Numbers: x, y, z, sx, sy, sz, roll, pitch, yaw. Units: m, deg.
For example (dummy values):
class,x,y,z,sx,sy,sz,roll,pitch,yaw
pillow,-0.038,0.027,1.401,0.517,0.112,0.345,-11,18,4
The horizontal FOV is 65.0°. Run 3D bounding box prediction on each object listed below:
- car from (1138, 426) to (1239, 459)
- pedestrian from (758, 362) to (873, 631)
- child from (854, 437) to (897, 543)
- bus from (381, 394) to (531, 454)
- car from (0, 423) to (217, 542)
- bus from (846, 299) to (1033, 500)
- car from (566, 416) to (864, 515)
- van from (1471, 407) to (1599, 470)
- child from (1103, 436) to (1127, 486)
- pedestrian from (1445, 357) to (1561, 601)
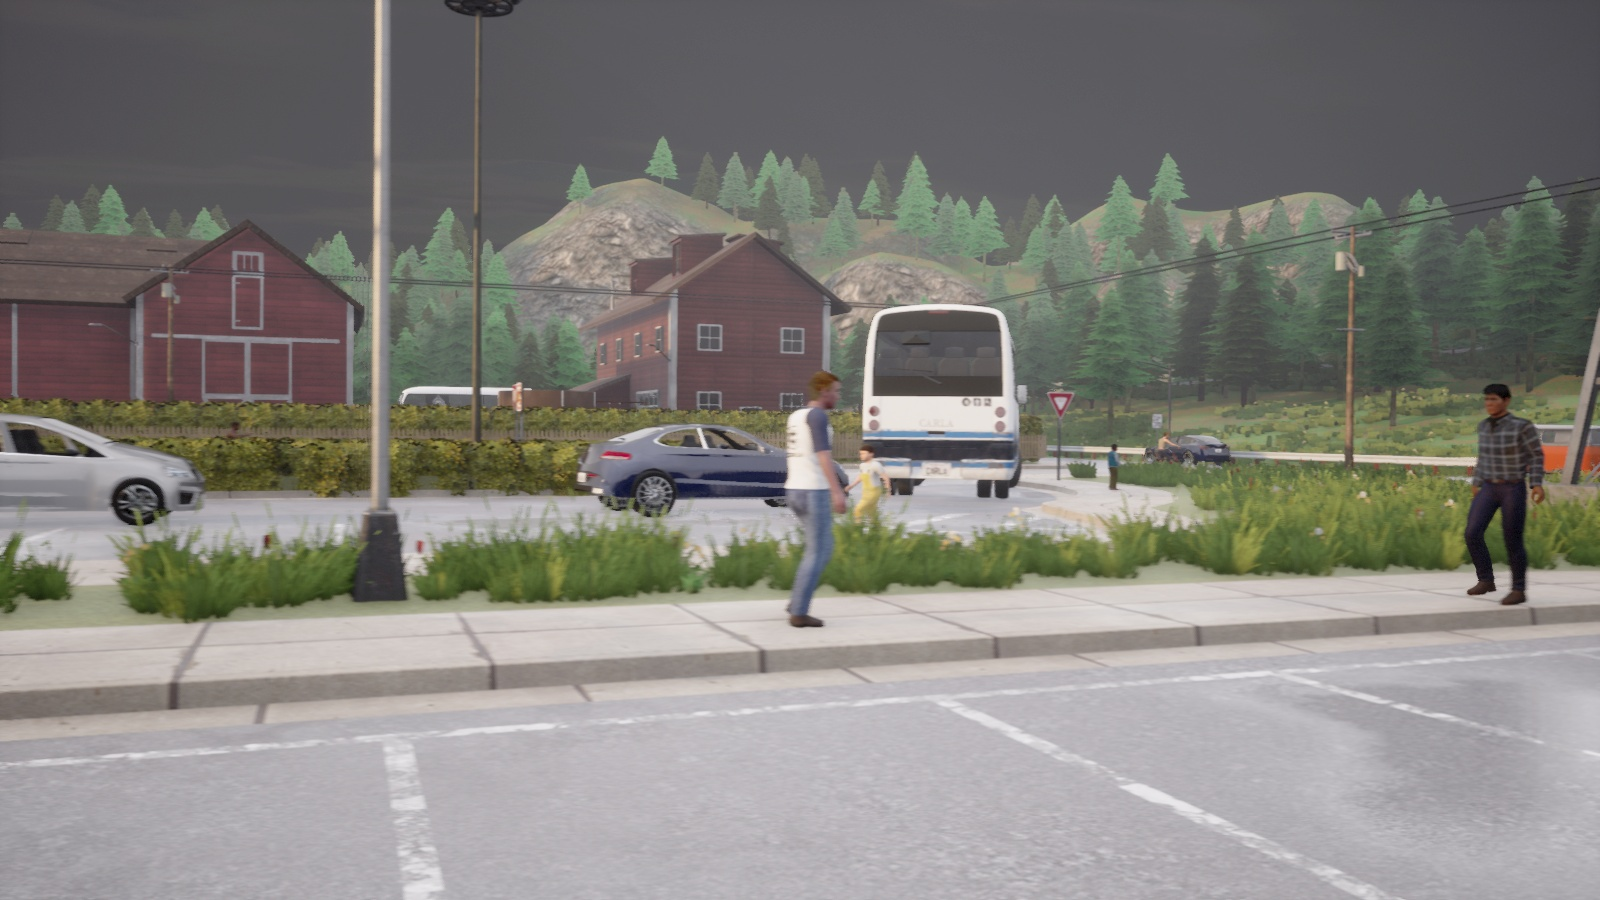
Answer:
class,x,y,z,sx,sy,sz,roll,pitch,yaw
car,18.502,-0.379,60.026,2.163,1.488,4.792,-1,1,-20
pedestrian,0.109,0.308,8.853,0.706,1.836,0.354,-1,1,-21
child,0.919,0.473,15.238,0.437,1.263,0.270,-1,1,-26
bus,-25.235,-1.943,92.019,10.273,4.253,3.944,-1,1,-20
car,-11.512,0.457,19.090,4.611,1.667,2.242,-1,1,-21
bus,3.896,-1.140,31.913,3.944,4.253,10.273,0,1,11
car,-1.544,0.217,23.117,5.027,1.651,2.152,-1,1,-27
van,24.988,-0.403,41.987,1.775,1.987,4.442,-1,1,-20
child,7.634,0.259,30.438,0.448,1.192,0.343,-1,1,-20
pedestrian,5.788,0.222,10.344,0.788,1.949,0.423,-1,1,-21
